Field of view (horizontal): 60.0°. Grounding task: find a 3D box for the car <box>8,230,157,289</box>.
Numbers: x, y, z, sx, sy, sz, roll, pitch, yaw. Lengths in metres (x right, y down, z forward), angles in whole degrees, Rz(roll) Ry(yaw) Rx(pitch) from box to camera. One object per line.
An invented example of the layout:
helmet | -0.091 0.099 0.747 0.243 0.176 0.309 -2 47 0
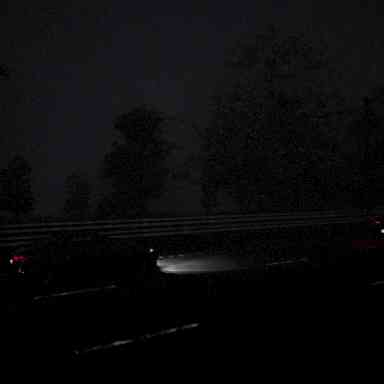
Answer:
car | -3.189 1.856 10.078 4.181 1.385 1.994 0 -2 -30

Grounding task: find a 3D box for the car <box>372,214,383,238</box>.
car | 12.323 1.823 18.915 4.892 1.490 1.837 0 -2 -29
